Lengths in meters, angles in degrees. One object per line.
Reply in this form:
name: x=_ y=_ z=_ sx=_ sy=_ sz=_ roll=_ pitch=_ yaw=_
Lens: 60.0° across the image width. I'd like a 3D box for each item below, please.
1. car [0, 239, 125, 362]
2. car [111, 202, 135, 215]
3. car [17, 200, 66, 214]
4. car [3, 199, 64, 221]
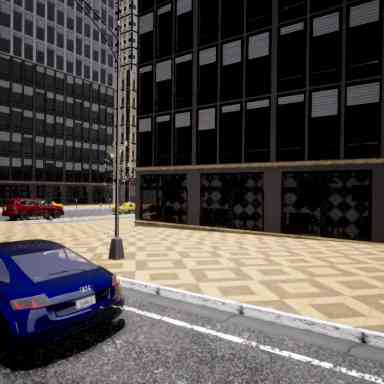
car: x=-3.195 y=1.561 z=5.944 sx=4.181 sy=1.385 sz=1.994 roll=0 pitch=0 yaw=34
car: x=-7.036 y=1.830 z=38.390 sx=1.752 sy=1.417 sz=4.829 roll=1 pitch=0 yaw=36
car: x=-17.331 y=1.643 z=38.515 sx=1.752 sy=1.417 sz=4.829 roll=1 pitch=0 yaw=36
car: x=-13.798 y=1.520 z=29.153 sx=2.192 sy=1.841 sz=5.009 roll=1 pitch=0 yaw=36
